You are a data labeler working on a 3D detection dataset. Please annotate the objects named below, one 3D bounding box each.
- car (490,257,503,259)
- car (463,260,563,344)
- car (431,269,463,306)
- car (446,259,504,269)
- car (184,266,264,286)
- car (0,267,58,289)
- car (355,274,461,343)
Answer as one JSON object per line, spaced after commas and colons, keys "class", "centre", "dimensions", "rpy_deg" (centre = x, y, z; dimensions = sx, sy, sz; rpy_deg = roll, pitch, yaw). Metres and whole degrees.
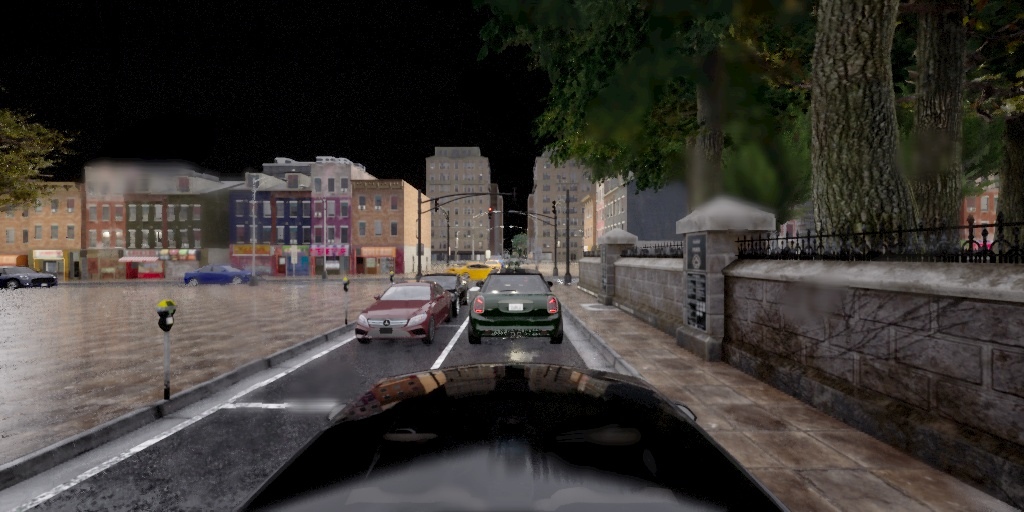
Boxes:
{"class": "car", "centre": [-2.283, 1.221, 41.541], "dimensions": [1.882, 1.535, 5.008], "rpy_deg": [0, 0, 1]}
{"class": "car", "centre": [0.072, 1.102, 9.727], "dimensions": [2.097, 1.767, 4.553], "rpy_deg": [0, 0, 0]}
{"class": "car", "centre": [-2.640, 1.316, 13.274], "dimensions": [1.948, 1.339, 4.313], "rpy_deg": [0, 0, 0]}
{"class": "car", "centre": [-2.866, 1.248, 28.773], "dimensions": [5.008, 1.535, 1.882], "rpy_deg": [-1, 1, -33]}
{"class": "car", "centre": [-20.911, 1.447, 26.150], "dimensions": [5.008, 1.535, 1.882], "rpy_deg": [-1, 0, 0]}
{"class": "car", "centre": [-36.307, 1.563, 26.107], "dimensions": [4.553, 1.767, 2.097], "rpy_deg": [-1, 0, 0]}
{"class": "car", "centre": [-2.639, 1.332, 9.611], "dimensions": [1.802, 1.307, 4.207], "rpy_deg": [0, 0, 0]}
